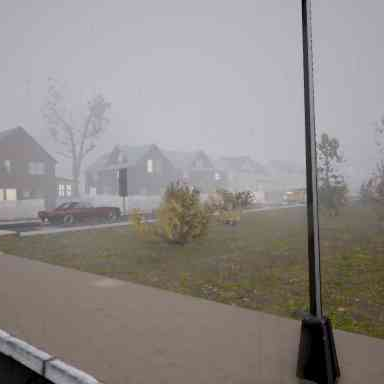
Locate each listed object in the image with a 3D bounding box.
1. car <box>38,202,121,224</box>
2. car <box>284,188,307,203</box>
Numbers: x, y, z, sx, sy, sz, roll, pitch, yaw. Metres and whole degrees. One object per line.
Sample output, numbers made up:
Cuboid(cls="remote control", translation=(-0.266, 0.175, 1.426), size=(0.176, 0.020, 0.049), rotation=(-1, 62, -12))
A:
Cuboid(cls="car", translation=(-6.740, 1.252, 20.469), size=(1.895, 1.301, 4.718), rotation=(-2, -1, 43))
Cuboid(cls="car", translation=(13.950, 0.593, 42.280), size=(1.882, 1.535, 5.008), rotation=(-2, -1, 44))
